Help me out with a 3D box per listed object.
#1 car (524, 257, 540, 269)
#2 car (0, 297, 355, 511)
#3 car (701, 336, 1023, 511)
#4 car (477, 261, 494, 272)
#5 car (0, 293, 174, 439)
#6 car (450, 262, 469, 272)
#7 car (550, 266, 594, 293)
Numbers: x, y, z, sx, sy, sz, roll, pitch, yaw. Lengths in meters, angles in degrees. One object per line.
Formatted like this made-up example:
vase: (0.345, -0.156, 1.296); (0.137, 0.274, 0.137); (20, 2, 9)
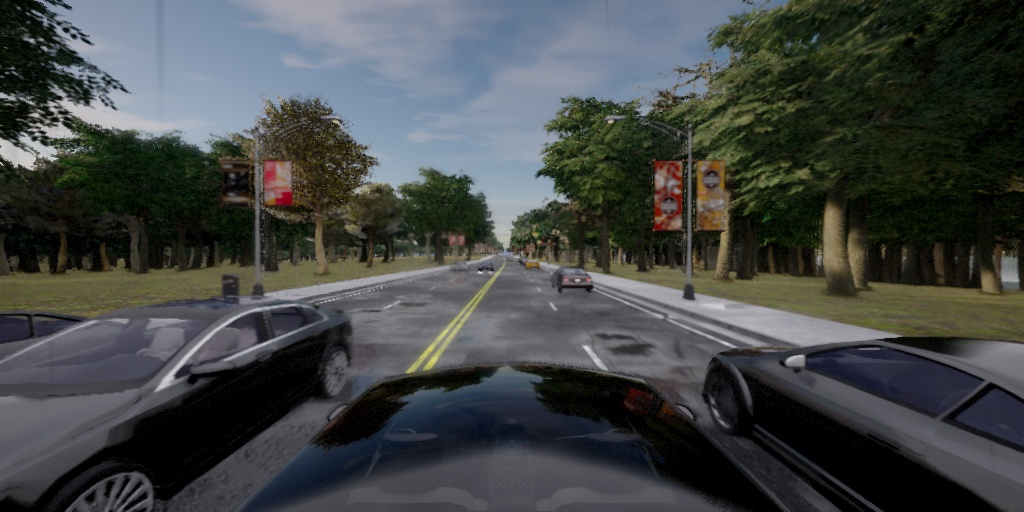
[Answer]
car: (3.198, 1.234, 54.674); (1.882, 1.535, 5.008); (0, 0, 0)
car: (-3.352, 1.241, 3.627); (2.128, 1.511, 4.902); (0, 0, 0)
car: (3.349, 1.314, 2.780); (1.994, 1.385, 4.181); (0, 0, 0)
car: (-3.354, 1.318, 46.799); (1.994, 1.385, 4.181); (0, 0, 0)
car: (-6.600, 1.314, 3.844); (1.994, 1.385, 4.181); (0, 0, 0)
car: (-6.605, 1.354, 45.326); (1.895, 1.301, 4.718); (0, 0, 0)
car: (3.350, 1.294, 20.788); (2.033, 1.411, 5.357); (0, 0, 0)
